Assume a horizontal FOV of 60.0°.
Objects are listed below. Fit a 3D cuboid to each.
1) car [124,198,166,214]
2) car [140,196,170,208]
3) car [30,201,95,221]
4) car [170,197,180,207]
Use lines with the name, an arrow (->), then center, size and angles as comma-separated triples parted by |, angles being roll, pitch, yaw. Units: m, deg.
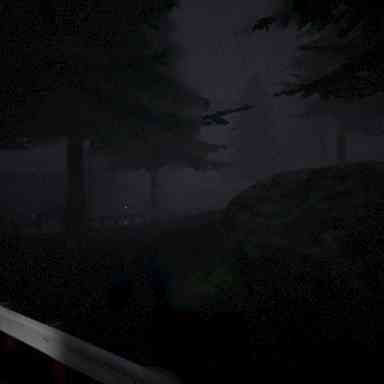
car -> -4.745, 1.543, 33.145 | 1.895, 1.301, 4.718 | 0, 0, 23
car -> -5.329, 1.289, 43.426 | 2.097, 1.767, 4.553 | 0, 0, -39
car -> -9.735, 1.448, 25.328 | 1.837, 1.490, 4.892 | 0, 0, 35
car -> -3.692, 1.464, 47.644 | 1.812, 1.442, 4.674 | 1, -1, -43
